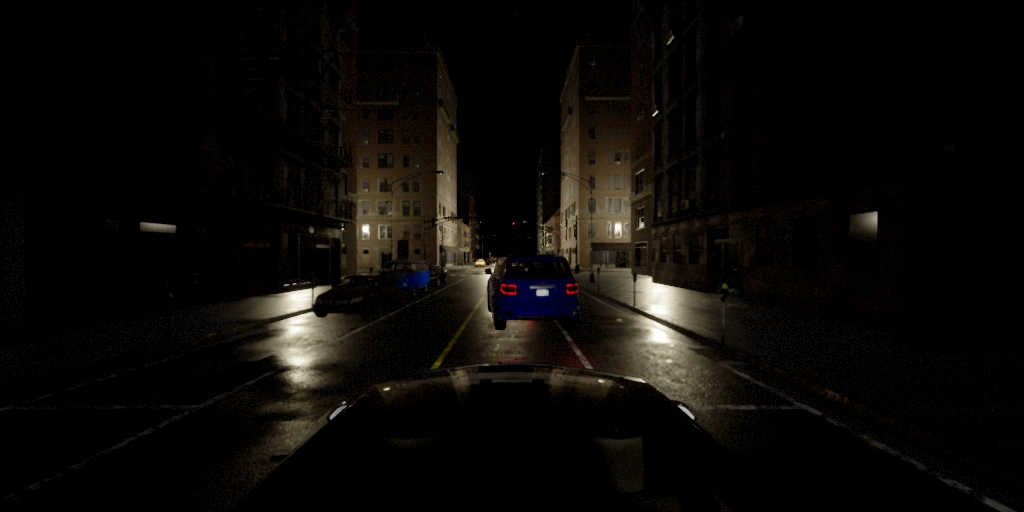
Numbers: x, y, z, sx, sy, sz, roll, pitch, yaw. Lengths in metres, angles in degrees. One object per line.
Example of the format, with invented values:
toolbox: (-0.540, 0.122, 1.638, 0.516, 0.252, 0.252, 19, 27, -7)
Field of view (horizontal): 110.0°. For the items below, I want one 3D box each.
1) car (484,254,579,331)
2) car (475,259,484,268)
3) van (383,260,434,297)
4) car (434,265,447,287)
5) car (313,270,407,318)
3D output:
car: (0.405, 0.966, 11.193, 2.150, 2.045, 5.566, 0, 0, -7)
car: (-5.416, 1.238, 61.541, 1.751, 1.417, 4.829, 0, 0, 0)
van: (-5.400, 1.080, 18.341, 1.690, 1.789, 3.998, 0, 0, 0)
car: (-5.401, 1.286, 23.747, 2.007, 1.370, 4.403, 0, 0, 0)
car: (-5.398, 1.325, 12.935, 1.802, 1.307, 4.207, 0, 0, 0)
